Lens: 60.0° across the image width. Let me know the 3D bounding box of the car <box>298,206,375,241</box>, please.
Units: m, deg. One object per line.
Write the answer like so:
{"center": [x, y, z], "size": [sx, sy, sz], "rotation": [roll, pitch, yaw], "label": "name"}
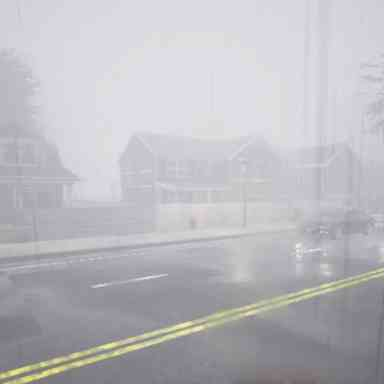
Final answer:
{"center": [7.460, 1.525, 16.994], "size": [4.892, 1.490, 1.837], "rotation": [0, 0, -35], "label": "car"}
